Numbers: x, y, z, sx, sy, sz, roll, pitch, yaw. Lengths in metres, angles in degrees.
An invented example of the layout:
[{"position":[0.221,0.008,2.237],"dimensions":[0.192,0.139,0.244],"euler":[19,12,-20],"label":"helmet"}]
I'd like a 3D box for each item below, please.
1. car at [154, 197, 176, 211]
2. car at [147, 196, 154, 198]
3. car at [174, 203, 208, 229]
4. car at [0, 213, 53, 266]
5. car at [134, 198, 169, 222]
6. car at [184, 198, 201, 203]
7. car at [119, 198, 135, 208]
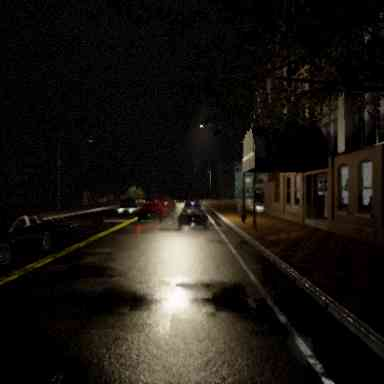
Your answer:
[{"position":[-3.166,1.477,42.184],"dimensions":[2.097,1.767,4.553],"euler":[0,0,0],"label":"car"},{"position":[-6.588,1.508,53.286],"dimensions":[2.097,1.767,4.553],"euler":[0,0,0],"label":"car"},{"position":[0.062,1.668,22.206],"dimensions":[1.895,1.301,4.718],"euler":[0,0,0],"label":"car"},{"position":[-6.602,1.528,11.678],"dimensions":[2.128,1.511,4.902],"euler":[0,0,0],"label":"car"},{"position":[-3.162,1.559,27.016],"dimensions":[1.882,1.535,5.008],"euler":[0,0,0],"label":"car"},{"position":[0.078,1.477,42.036],"dimensions":[2.097,1.767,4.553],"euler":[0,0,0],"label":"car"},{"position":[-9.845,1.628,51.216],"dimensions":[1.882,1.535,5.008],"euler":[0,0,0],"label":"car"}]
